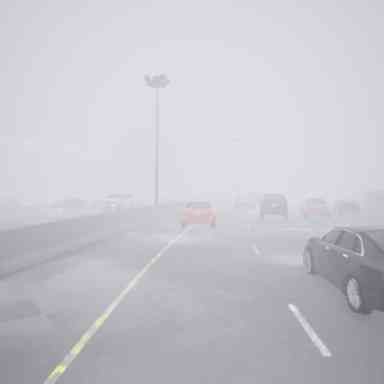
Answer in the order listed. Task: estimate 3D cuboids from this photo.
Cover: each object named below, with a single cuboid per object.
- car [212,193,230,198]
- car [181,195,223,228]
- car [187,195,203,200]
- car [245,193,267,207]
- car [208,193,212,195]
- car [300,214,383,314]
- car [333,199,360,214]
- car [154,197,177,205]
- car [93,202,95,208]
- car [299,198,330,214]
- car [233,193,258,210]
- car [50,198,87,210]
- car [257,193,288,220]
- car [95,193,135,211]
[{"bbox_3d":[7.020,1.077,76.699,2.097,1.767,4.553,0,0,29],"label":"car"},{"bbox_3d":[0.648,1.302,21.731,2.097,1.767,4.553,0,0,9],"label":"car"},{"bbox_3d":[0.758,1.306,79.849,1.895,1.301,4.718,0,0,29],"label":"car"},{"bbox_3d":[9.834,1.121,50.679,2.150,2.045,5.566,0,0,23],"label":"car"},{"bbox_3d":[5.171,0.916,80.489,1.882,1.535,5.008,0,0,31],"label":"car"},{"bbox_3d":[3.967,1.494,7.486,1.837,1.490,4.892,0,0,3],"label":"car"},{"bbox_3d":[15.330,1.426,33.192,1.882,1.535,5.008,0,0,15],"label":"car"},{"bbox_3d":[-3.465,1.418,44.271,1.812,1.442,4.674,0,0,18],"label":"car"},{"bbox_3d":[-11.014,1.374,43.464,2.128,1.511,4.902,0,0,16],"label":"car"},{"bbox_3d":[10.850,1.301,29.722,2.097,1.767,4.553,0,0,13],"label":"car"},{"bbox_3d":[6.521,1.269,41.124,2.097,1.767,4.553,0,0,19],"label":"car"},{"bbox_3d":[-15.255,1.427,41.450,2.033,1.411,5.357,0,0,16],"label":"car"},{"bbox_3d":[6.809,1.168,27.871,2.150,2.045,5.566,0,0,12],"label":"car"},{"bbox_3d":[-8.639,1.114,39.140,2.150,2.045,5.566,0,1,15],"label":"car"}]
